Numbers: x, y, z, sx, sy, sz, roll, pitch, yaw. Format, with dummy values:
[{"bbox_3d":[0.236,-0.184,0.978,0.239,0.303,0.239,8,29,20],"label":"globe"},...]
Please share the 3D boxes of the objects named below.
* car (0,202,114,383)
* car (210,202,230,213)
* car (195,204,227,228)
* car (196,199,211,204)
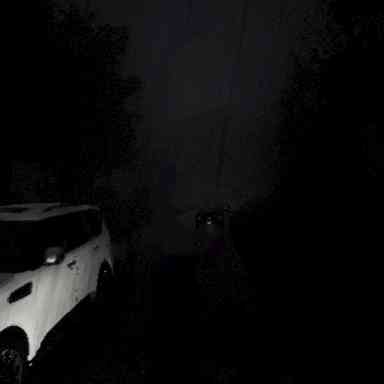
[{"bbox_3d":[-2.740,1.218,4.836,2.150,2.045,5.566,0,0,1],"label":"car"},{"bbox_3d":[3.839,1.925,41.986,1.895,1.301,4.718,0,0,9],"label":"car"},{"bbox_3d":[1.320,1.718,23.155,1.895,1.301,4.718,0,-1,5],"label":"car"},{"bbox_3d":[1.790,1.785,47.023,1.837,1.490,4.892,2,0,11],"label":"car"}]
